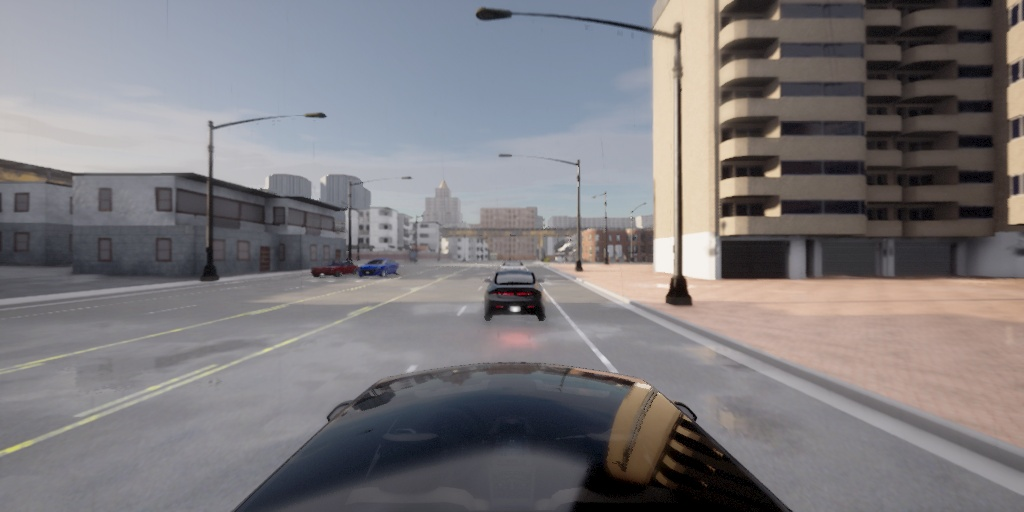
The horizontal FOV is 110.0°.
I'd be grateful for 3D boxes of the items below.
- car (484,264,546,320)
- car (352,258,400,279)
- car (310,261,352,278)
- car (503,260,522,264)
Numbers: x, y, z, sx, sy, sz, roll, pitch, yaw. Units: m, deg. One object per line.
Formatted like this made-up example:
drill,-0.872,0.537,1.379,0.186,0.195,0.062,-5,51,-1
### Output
car,0.087,1.202,12.385,1.837,1.490,4.892,0,1,0
car,-10.574,0.907,28.787,1.882,1.535,5.008,0,1,0
car,-14.073,1.031,28.838,1.895,1.301,4.718,0,1,0
car,0.062,1.016,29.218,1.895,1.301,4.718,0,1,0
